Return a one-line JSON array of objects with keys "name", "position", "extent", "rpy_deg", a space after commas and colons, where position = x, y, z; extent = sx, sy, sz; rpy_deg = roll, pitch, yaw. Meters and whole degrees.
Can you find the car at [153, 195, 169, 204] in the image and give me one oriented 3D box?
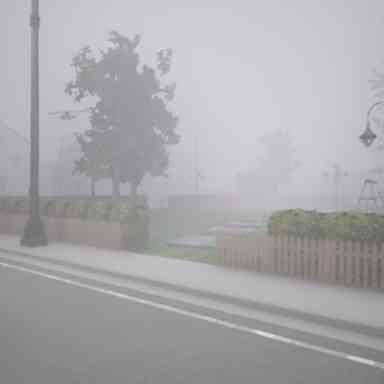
[{"name": "car", "position": [-5.104, 1.292, 60.335], "extent": [2.128, 1.511, 4.902], "rpy_deg": [0, 0, 35]}]
